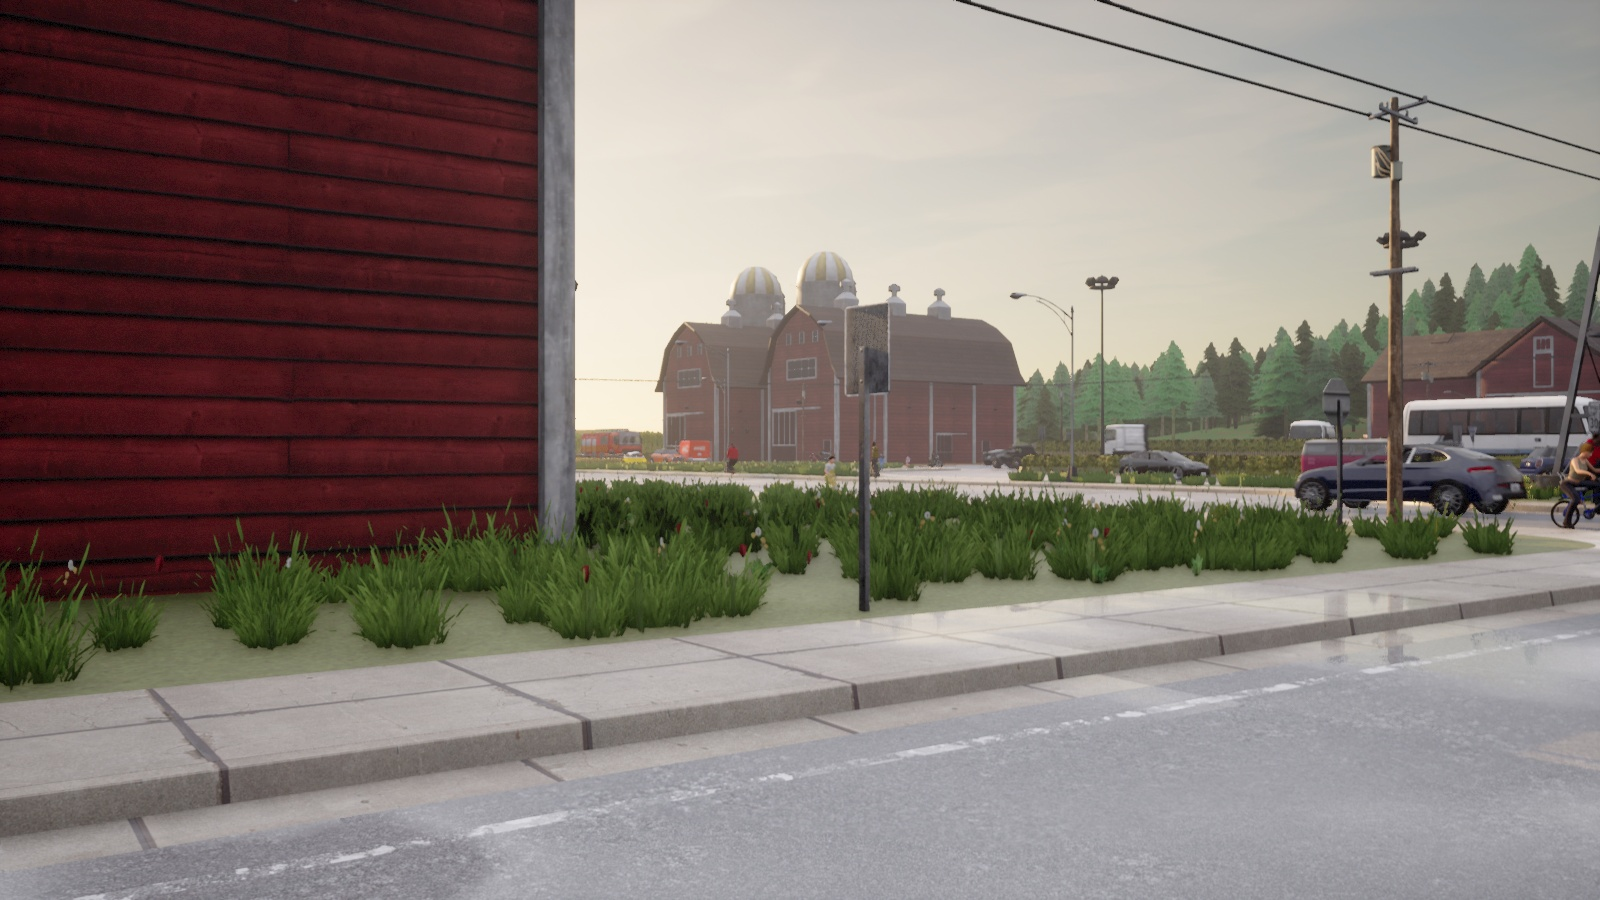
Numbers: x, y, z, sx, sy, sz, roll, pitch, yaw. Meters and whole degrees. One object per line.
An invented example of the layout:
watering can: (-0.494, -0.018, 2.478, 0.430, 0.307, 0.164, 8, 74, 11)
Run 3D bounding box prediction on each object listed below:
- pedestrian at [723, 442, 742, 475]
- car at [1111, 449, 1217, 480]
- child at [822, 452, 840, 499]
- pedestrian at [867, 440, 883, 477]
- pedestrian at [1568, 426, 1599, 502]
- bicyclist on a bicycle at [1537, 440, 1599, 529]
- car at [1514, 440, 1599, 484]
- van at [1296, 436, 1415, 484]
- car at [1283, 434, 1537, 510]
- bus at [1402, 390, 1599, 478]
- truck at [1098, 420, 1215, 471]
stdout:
pedestrian: (-3.732, 0.466, 69.264, 0.634, 1.844, 0.899, 0, 0, -36)
car: (18.229, 0.705, 63.040, 2.163, 1.488, 4.792, 0, 0, -35)
child: (0.847, 0.701, 34.658, 0.270, 1.263, 0.437, 0, 0, -36)
pedestrian: (3.707, 0.427, 62.130, 0.726, 1.835, 0.370, 0, 0, 31)
pedestrian: (19.349, 0.332, 30.610, 0.634, 1.844, 0.899, 0, 0, -37)
bicyclist on a bicycle: (14.725, 0.630, 23.361, 0.866, 1.612, 1.509, 0, 0, -30)
car: (32.195, 0.491, 51.521, 4.553, 1.767, 2.097, 0, 0, 7)
van: (24.274, 0.424, 54.978, 1.775, 1.987, 4.442, 0, 0, -42)
car: (14.414, 0.478, 29.971, 2.152, 1.651, 5.027, 0, 0, -36)
bus: (37.512, -0.759, 65.674, 3.944, 4.253, 10.273, 0, 0, -35)
truck: (25.226, -0.290, 89.207, 2.891, 3.462, 7.936, 0, 0, -35)
